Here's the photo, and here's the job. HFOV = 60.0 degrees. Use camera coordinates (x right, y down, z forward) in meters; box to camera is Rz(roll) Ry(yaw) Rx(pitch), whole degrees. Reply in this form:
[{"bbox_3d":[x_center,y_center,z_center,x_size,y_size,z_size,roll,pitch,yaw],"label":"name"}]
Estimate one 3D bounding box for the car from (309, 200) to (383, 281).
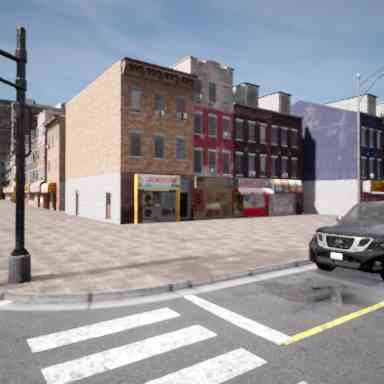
[{"bbox_3d":[5.913,1.286,10.021,5.566,2.045,2.150,0,-1,-35],"label":"car"}]
